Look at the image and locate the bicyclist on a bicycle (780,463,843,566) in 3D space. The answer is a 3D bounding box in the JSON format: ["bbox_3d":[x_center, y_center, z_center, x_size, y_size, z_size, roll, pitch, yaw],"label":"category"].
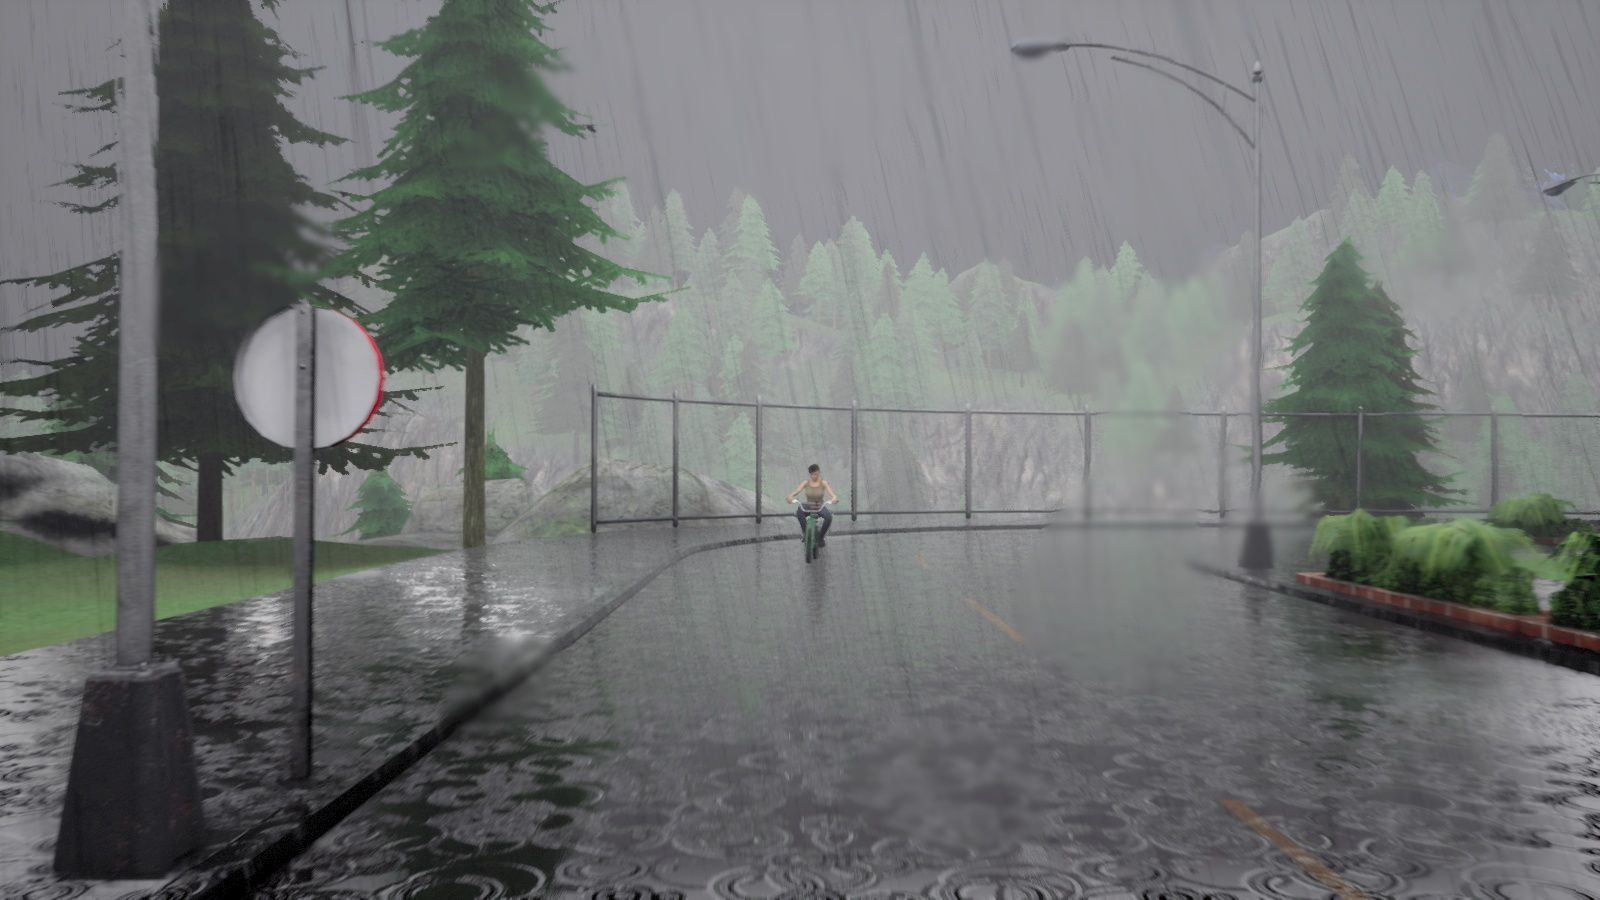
[{"bbox_3d":[0.203,1.033,20.691,0.866,1.612,1.509,1,-1,6],"label":"bicyclist on a bicycle"}]
